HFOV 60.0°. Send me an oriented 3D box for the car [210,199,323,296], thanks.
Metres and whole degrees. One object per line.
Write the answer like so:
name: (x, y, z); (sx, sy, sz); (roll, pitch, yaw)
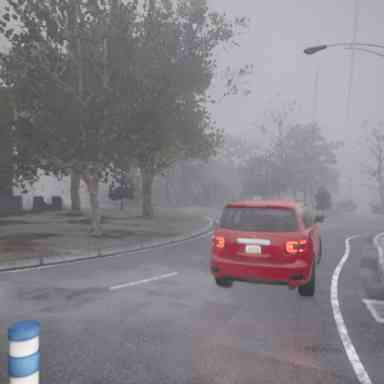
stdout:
car: (2.233, 1.200, 8.964); (2.150, 2.045, 5.566); (0, 0, 23)
